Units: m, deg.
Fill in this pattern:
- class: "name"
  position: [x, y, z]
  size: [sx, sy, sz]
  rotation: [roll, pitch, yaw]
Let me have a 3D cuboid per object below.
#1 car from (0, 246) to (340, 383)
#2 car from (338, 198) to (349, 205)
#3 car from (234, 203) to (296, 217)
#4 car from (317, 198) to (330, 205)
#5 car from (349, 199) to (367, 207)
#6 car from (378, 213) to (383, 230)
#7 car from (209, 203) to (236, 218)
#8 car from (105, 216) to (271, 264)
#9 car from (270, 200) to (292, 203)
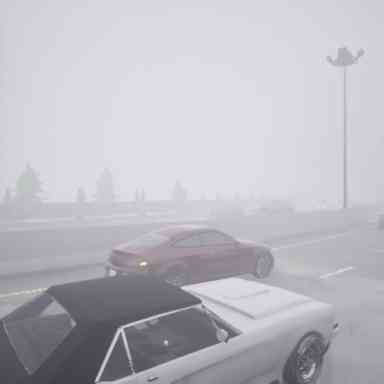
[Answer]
- class: "car"
  position: [-0.425, 1.621, 3.610]
  size: [4.718, 1.301, 1.895]
  rotation: [0, 0, -37]
- class: "car"
  position: [30.147, 1.912, 65.821]
  size: [1.994, 1.385, 4.181]
  rotation: [0, 0, 32]
- class: "car"
  position: [5.057, 1.689, 22.853]
  size: [1.994, 1.385, 4.181]
  rotation: [0, 0, 42]
- class: "car"
  position: [25.962, 1.882, 65.721]
  size: [2.128, 1.511, 4.902]
  rotation: [0, 0, 32]
- class: "car"
  position: [28.589, 1.912, 56.734]
  size: [1.895, 1.301, 4.718]
  rotation: [0, 0, 32]
- class: "car"
  position: [13.313, 1.644, 21.292]
  size: [1.812, 1.442, 4.674]
  rotation: [0, 0, 41]
- class: "car"
  position: [3.395, 1.734, 31.501]
  size: [1.994, 1.385, 4.181]
  rotation: [0, 0, 39]
- class: "car"
  position: [0.118, 1.572, 8.502]
  size: [4.674, 1.442, 1.812]
  rotation: [0, 0, -38]
- class: "car"
  position: [8.335, 1.527, 32.072]
  size: [2.097, 1.767, 4.553]
  rotation: [0, 0, 37]
